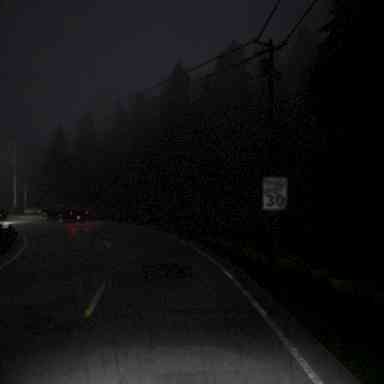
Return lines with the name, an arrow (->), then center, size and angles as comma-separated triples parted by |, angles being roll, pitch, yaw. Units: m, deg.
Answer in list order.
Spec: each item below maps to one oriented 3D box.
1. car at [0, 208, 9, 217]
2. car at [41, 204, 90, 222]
car -> -16.406, 1.515, 26.058 | 4.674, 1.442, 1.812 | 0, 0, 28
car -> -9.874, 1.567, 25.724 | 4.718, 1.301, 1.895 | 0, 0, 43
